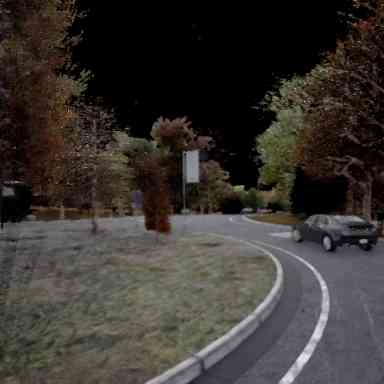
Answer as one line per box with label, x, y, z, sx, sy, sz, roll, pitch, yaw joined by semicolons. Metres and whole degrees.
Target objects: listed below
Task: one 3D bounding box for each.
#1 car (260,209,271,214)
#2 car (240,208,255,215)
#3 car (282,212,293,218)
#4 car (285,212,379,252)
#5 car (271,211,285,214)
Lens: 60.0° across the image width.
car;17.463;5.027;78.492;2.150;2.045;5.566;-1;-6;25
car;10.793;3.876;64.342;1.837;1.490;4.892;-1;-6;26
car;24.320;5.931;84.779;1.837;1.490;4.892;-1;-6;26
car;6.174;1.696;14.954;1.837;1.490;4.892;0;-2;-7
car;19.864;5.071;75.363;1.882;1.535;5.008;-1;-6;25
